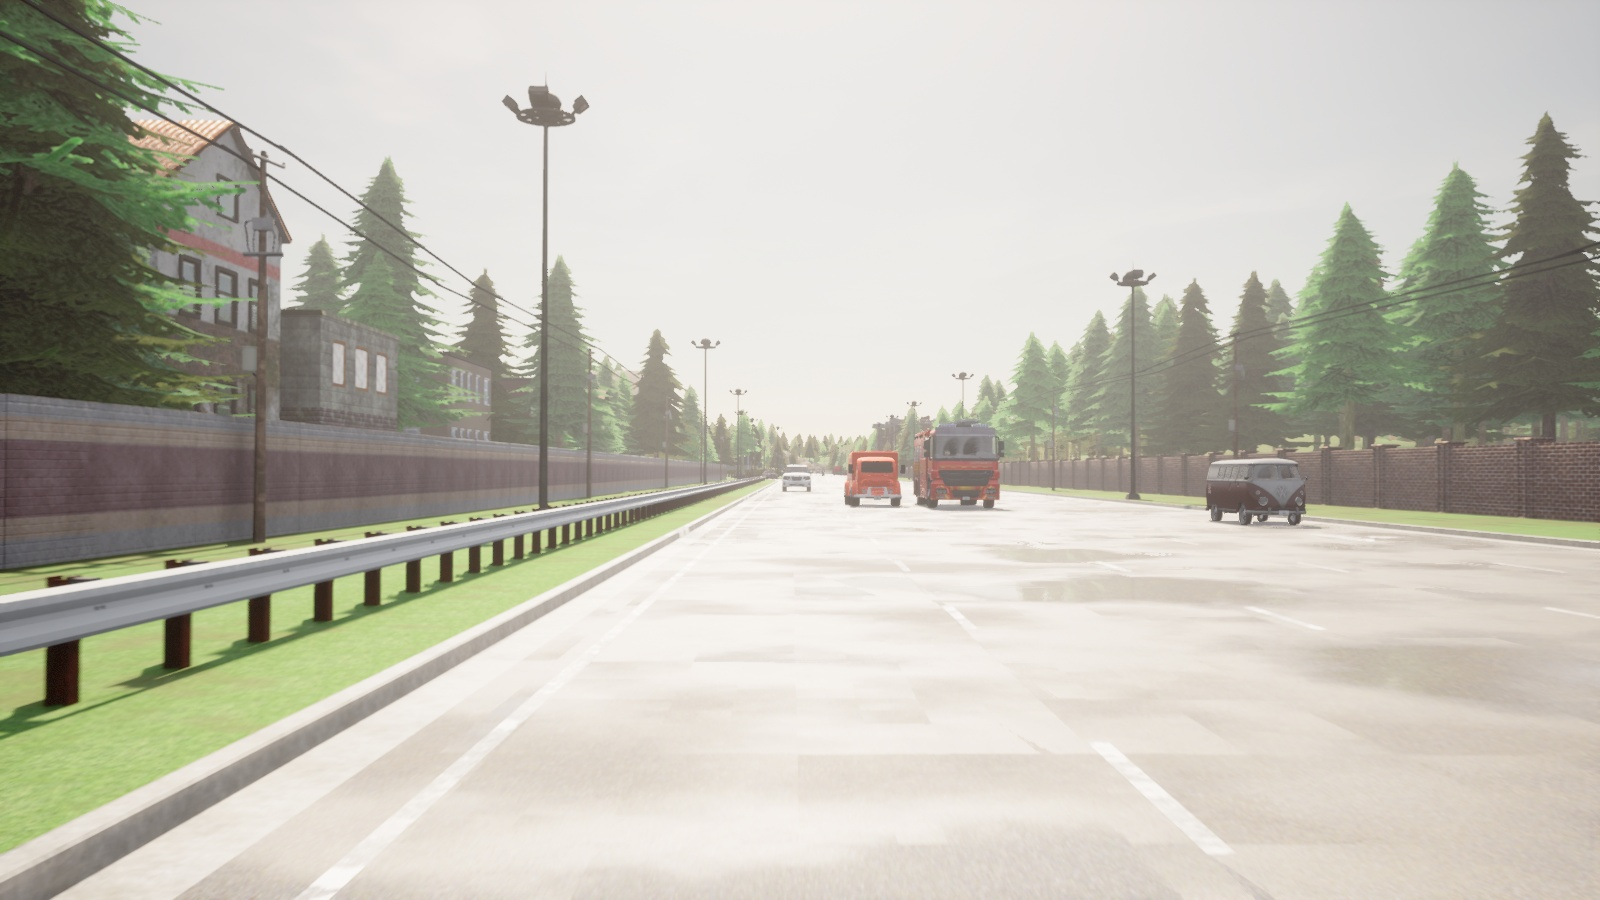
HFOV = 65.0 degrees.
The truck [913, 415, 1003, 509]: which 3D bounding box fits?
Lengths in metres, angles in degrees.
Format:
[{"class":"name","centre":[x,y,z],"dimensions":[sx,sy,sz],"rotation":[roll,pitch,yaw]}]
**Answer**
[{"class":"truck","centre":[6.862,0.556,55.793],"dimensions":[2.891,3.827,8.468],"rotation":[0,-1,0]}]

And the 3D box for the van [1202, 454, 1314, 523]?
[{"class":"van","centre":[13.907,1.155,38.397],"dimensions":[1.775,1.987,4.442],"rotation":[0,-1,0]}]

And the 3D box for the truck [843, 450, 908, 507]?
[{"class":"truck","centre":[3.361,1.269,57.040],"dimensions":[2.627,2.467,5.204],"rotation":[0,-1,0]}]

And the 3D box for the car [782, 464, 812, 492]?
[{"class":"car","centre":[-0.232,2.137,95.710],"dimensions":[2.150,2.045,5.566],"rotation":[0,-1,0]}]
